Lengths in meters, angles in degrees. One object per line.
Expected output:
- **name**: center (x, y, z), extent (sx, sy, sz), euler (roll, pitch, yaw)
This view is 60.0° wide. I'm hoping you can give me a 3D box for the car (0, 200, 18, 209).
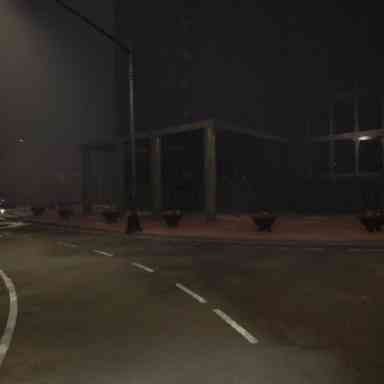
- **car**: center (-28.771, 1.922, 51.454), extent (2.033, 1.411, 5.357), euler (-1, 0, -9)
